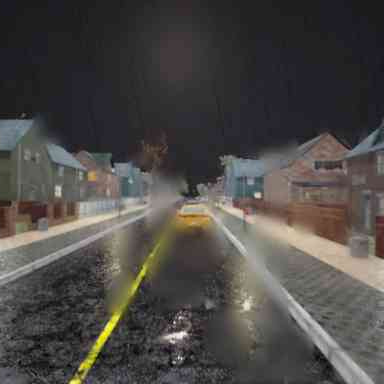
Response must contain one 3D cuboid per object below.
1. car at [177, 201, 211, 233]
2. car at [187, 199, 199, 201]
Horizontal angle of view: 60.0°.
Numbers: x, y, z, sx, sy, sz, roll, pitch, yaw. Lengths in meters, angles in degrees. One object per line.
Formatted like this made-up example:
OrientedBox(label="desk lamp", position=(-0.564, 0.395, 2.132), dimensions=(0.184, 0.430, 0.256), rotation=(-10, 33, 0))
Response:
OrientedBox(label="car", position=(0.104, 1.518, 20.130), dimensions=(1.882, 1.535, 5.008), rotation=(0, 0, 0))
OrientedBox(label="car", position=(0.107, 1.591, 37.383), dimensions=(1.837, 1.490, 4.892), rotation=(0, 0, 0))
